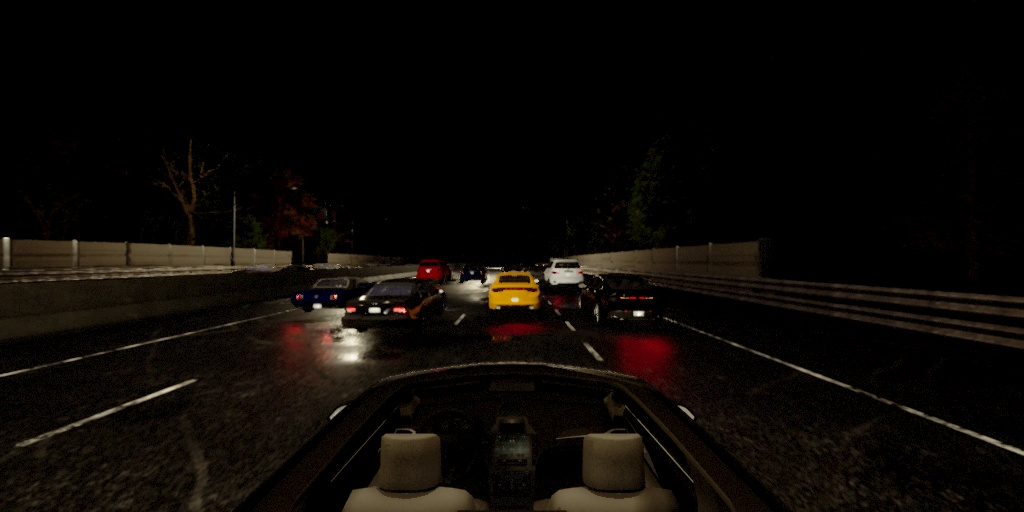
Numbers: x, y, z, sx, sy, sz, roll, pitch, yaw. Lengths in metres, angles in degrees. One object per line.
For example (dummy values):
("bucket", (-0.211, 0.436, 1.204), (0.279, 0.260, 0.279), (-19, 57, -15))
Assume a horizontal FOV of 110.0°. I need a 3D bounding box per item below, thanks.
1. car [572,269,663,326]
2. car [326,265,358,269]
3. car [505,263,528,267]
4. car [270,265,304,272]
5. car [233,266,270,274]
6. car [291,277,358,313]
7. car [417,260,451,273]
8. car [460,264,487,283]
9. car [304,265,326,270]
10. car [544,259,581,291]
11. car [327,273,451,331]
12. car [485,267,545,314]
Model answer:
("car", (3.508, 1.372, 12.348), (1.837, 1.490, 4.892), (0, -1, 0))
("car", (-17.585, 1.825, 38.493), (1.895, 1.301, 4.718), (0, -1, 0))
("car", (0.108, 1.500, 32.634), (2.097, 1.767, 4.553), (0, -1, 0))
("car", (-24.576, 1.774, 40.433), (1.812, 1.442, 4.674), (0, -1, 0))
("car", (-28.079, 1.785, 39.580), (2.033, 1.411, 5.357), (0, -1, 0))
("car", (-6.898, 1.519, 14.952), (1.895, 1.301, 4.718), (0, -1, 0))
("car", (-6.893, 1.363, 32.137), (2.150, 2.045, 5.566), (0, -1, 0))
("car", (-3.393, 1.500, 32.637), (2.097, 1.767, 4.553), (0, -1, 0))
("car", (-21.078, 1.750, 41.056), (2.128, 1.511, 4.902), (0, -1, 0))
("car", (3.506, 1.248, 25.038), (2.150, 2.045, 5.566), (0, -1, 0))
("car", (-3.396, 1.420, 11.382), (2.033, 1.411, 5.357), (0, -1, 0))
("car", (0.103, 1.395, 14.836), (1.882, 1.535, 5.008), (0, -1, 0))
